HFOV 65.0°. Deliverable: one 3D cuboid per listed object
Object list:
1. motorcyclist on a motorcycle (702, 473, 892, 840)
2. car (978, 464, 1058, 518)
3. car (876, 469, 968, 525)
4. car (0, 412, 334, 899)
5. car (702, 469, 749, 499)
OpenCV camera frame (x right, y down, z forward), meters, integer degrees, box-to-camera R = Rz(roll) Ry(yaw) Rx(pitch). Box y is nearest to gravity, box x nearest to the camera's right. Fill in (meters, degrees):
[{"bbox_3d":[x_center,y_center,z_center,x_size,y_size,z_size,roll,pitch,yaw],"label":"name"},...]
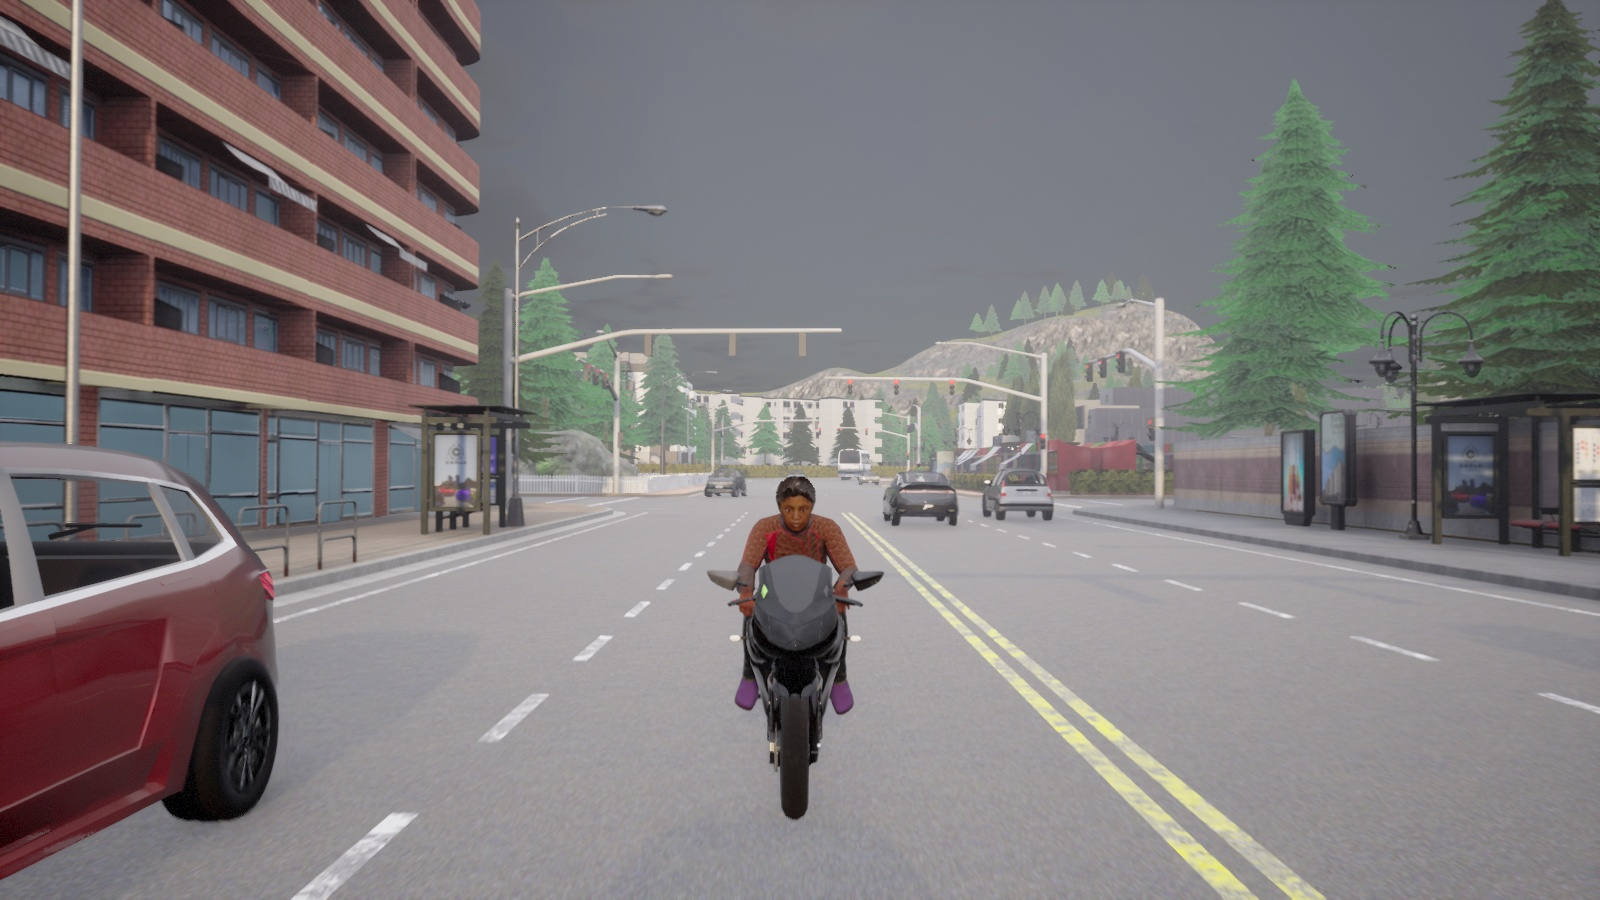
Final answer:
[{"bbox_3d":[-0.015,0.888,6.310,0.797,1.523,2.044,0,-1,0],"label":"motorcyclist on a motorcycle"},{"bbox_3d":[6.903,1.282,40.202,1.851,1.617,3.988,0,-1,0],"label":"car"},{"bbox_3d":[3.413,1.292,36.047,2.128,1.511,4.902,0,-1,0],"label":"car"},{"bbox_3d":[-3.510,0.732,4.137,2.242,1.667,4.611,0,-1,0],"label":"car"},{"bbox_3d":[-4.028,1.828,68.553,1.789,1.549,3.705,0,-1,9],"label":"car"}]
